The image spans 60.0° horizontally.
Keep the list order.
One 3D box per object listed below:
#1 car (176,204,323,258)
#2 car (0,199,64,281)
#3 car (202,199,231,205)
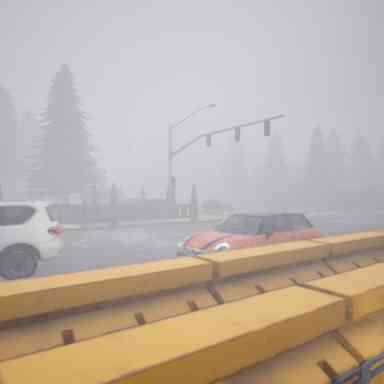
[{"bbox_3d":[1.757,1.354,9.550,4.553,1.767,2.097,0,0,-36],"label":"car"},{"bbox_3d":[-6.140,1.223,8.210,5.566,2.045,2.150,0,0,-36],"label":"car"},{"bbox_3d":[3.056,1.537,39.647,1.812,1.442,4.674,0,0,-35],"label":"car"}]
